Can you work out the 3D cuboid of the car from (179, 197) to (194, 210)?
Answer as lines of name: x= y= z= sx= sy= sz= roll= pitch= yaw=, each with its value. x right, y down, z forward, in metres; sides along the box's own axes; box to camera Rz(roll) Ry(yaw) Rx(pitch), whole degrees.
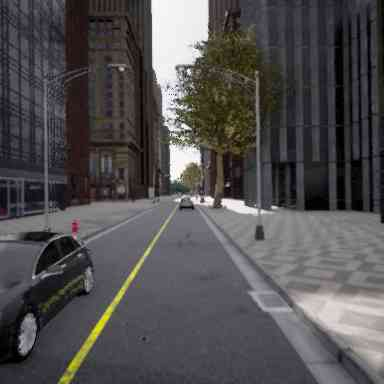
car: x=-0.719 y=1.646 z=45.724 sx=1.994 sy=1.385 sz=4.181 roll=-1 pitch=0 yaw=-1

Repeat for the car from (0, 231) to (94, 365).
car: x=-3.173 y=1.552 z=5.986 sx=1.837 sy=1.490 sz=4.892 roll=-1 pitch=0 yaw=-1

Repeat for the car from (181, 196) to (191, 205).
car: x=-1.082 y=1.629 z=62.593 sx=1.837 sy=1.490 sz=4.892 roll=-1 pitch=0 yaw=-1
